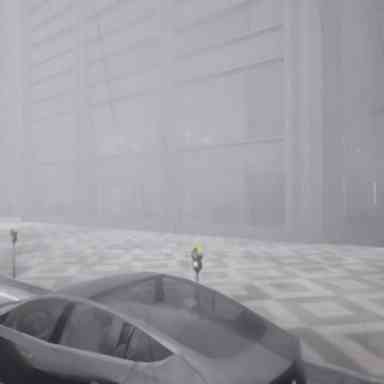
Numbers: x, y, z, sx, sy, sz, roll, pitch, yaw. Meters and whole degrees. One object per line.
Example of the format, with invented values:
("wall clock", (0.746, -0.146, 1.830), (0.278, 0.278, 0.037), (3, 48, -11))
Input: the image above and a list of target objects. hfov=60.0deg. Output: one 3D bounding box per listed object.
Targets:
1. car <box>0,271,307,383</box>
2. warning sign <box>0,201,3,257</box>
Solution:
("car", (-0.975, 1.592, 3.660), (4.313, 1.339, 1.947), (-1, -1, 35))
("warning sign", (-7.140, 1.228, 10.881), (1.060, 1.860, 1.300), (-1, 0, 35))
